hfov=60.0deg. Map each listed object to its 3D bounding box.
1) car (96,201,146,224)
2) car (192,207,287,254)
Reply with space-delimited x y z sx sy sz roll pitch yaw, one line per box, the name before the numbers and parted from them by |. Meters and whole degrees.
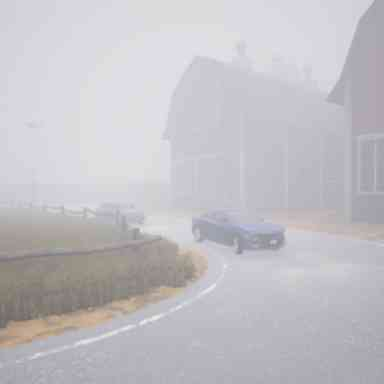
car | -4.981 1.423 22.901 1.837 1.490 4.892 0 1 -39
car | 1.694 1.408 13.477 1.882 1.535 5.008 0 0 -25
